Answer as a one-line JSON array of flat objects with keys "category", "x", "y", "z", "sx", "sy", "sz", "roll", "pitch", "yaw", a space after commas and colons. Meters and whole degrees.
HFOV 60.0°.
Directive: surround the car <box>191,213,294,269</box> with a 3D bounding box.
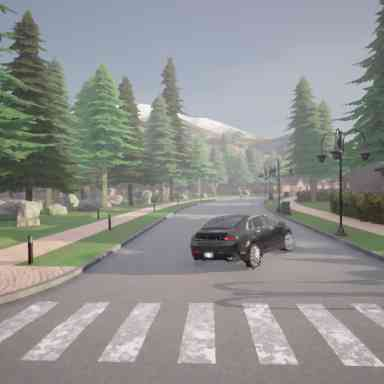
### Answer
[{"category": "car", "x": 1.885, "y": 1.476, "z": 11.314, "sx": 1.837, "sy": 1.490, "sz": 4.892, "roll": -6, "pitch": -3, "yaw": 36}]
